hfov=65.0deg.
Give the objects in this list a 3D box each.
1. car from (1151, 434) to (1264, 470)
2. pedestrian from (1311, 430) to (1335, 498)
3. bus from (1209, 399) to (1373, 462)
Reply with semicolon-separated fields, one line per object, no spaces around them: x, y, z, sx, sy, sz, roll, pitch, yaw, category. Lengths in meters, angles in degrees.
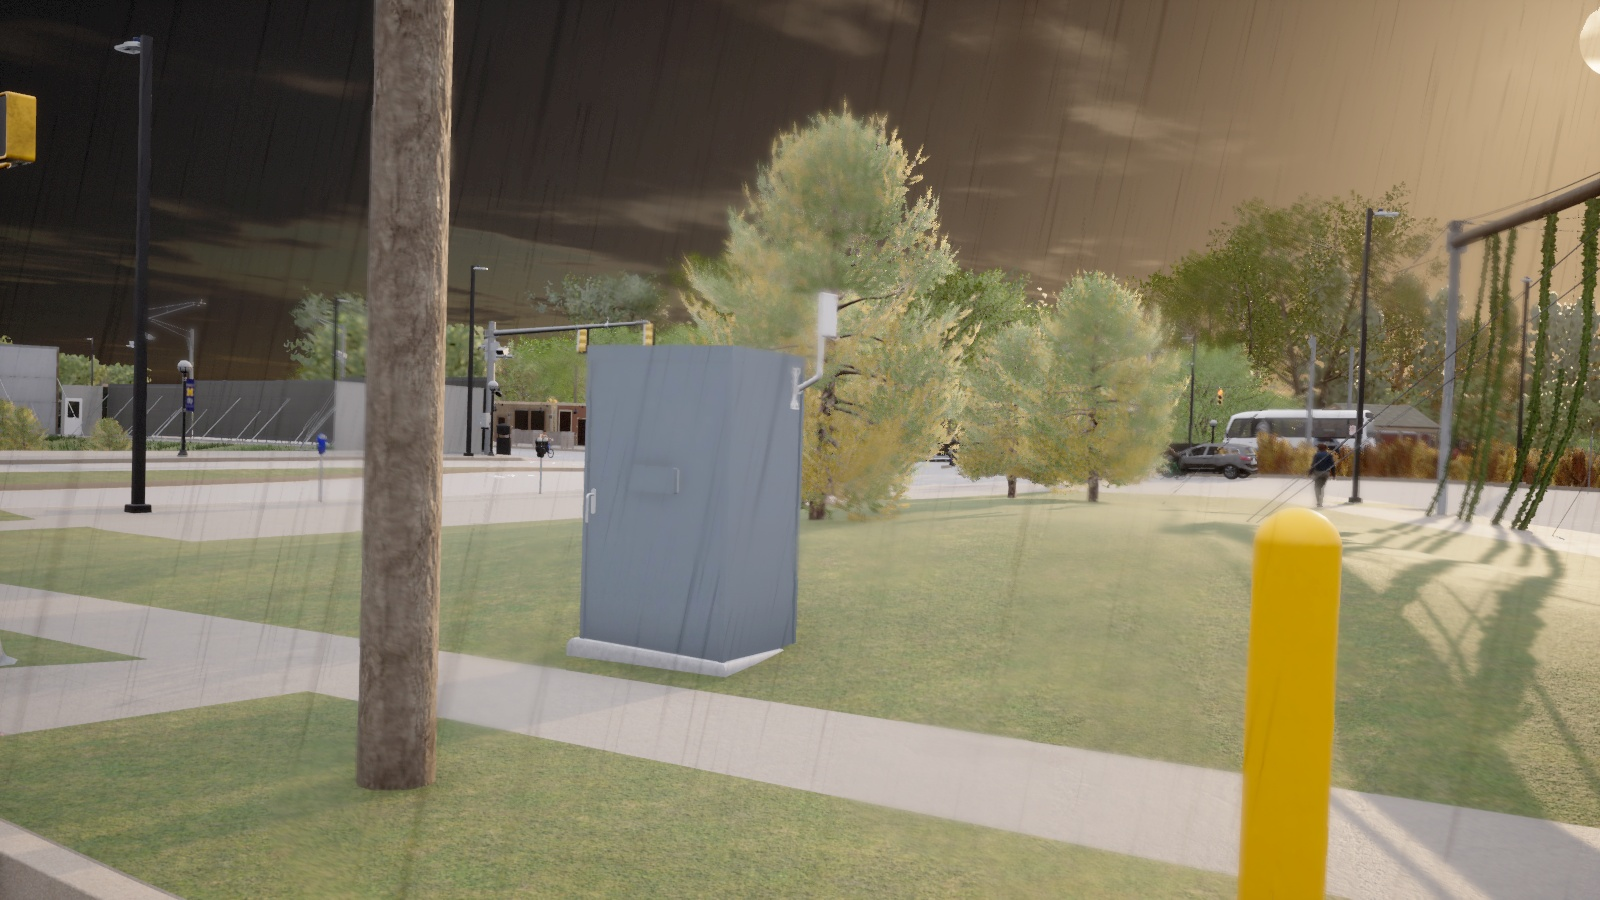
19.300;0.091;59.530;4.611;1.667;2.242;0;1;34;car
14.287;0.377;34.310;0.370;1.835;0.726;1;2;8;pedestrian
35.100;-1.332;90.064;10.273;4.253;3.944;0;1;36;bus
